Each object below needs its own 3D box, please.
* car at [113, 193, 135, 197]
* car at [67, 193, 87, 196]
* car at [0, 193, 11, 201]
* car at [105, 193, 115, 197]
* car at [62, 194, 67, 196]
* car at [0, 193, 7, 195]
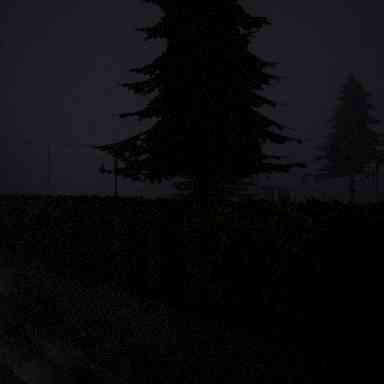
[{"bbox_3d":[-10.341,1.384,54.301,3.806,1.475,1.970,0,0,-45],"label":"car"},{"bbox_3d":[-27.208,1.154,81.623,5.027,1.636,2.152,0,0,-45],"label":"car"},{"bbox_3d":[-41.799,1.097,71.665,4.605,1.855,1.932,0,0,-45],"label":"car"},{"bbox_3d":[-15.901,1.097,70.723,4.605,1.855,1.932,0,0,-45],"label":"car"},{"bbox_3d":[-31.941,1.232,85.969,3.806,1.475,1.970,0,0,-45],"label":"car"},{"bbox_3d":[-23.747,1.331,41.312,5.027,1.636,2.152,0,0,-45],"label":"car"}]
